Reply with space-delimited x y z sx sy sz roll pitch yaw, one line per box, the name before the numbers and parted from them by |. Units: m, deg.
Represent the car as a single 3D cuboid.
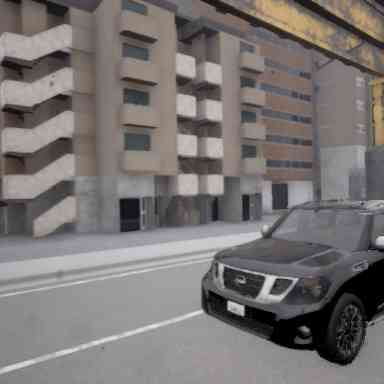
car | 2.772 1.197 6.189 5.566 2.045 2.150 -1 0 -38
